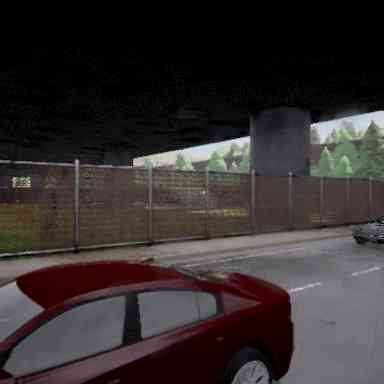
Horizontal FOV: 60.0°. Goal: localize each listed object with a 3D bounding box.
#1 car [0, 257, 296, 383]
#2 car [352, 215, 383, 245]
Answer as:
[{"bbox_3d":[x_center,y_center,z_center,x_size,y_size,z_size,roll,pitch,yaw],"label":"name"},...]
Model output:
[{"bbox_3d":[-1.145,1.481,3.157,5.008,1.535,1.882,0,0,-35],"label":"car"},{"bbox_3d":[9.108,1.665,14.699,4.718,1.301,1.895,0,0,-35],"label":"car"}]
